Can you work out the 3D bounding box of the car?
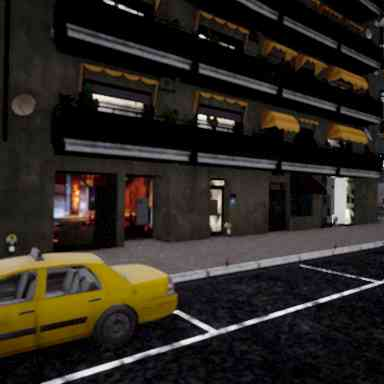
[{"bbox_3d":[-2.514,1.531,4.757,4.829,1.417,1.752,1,0,-36],"label":"car"}]
